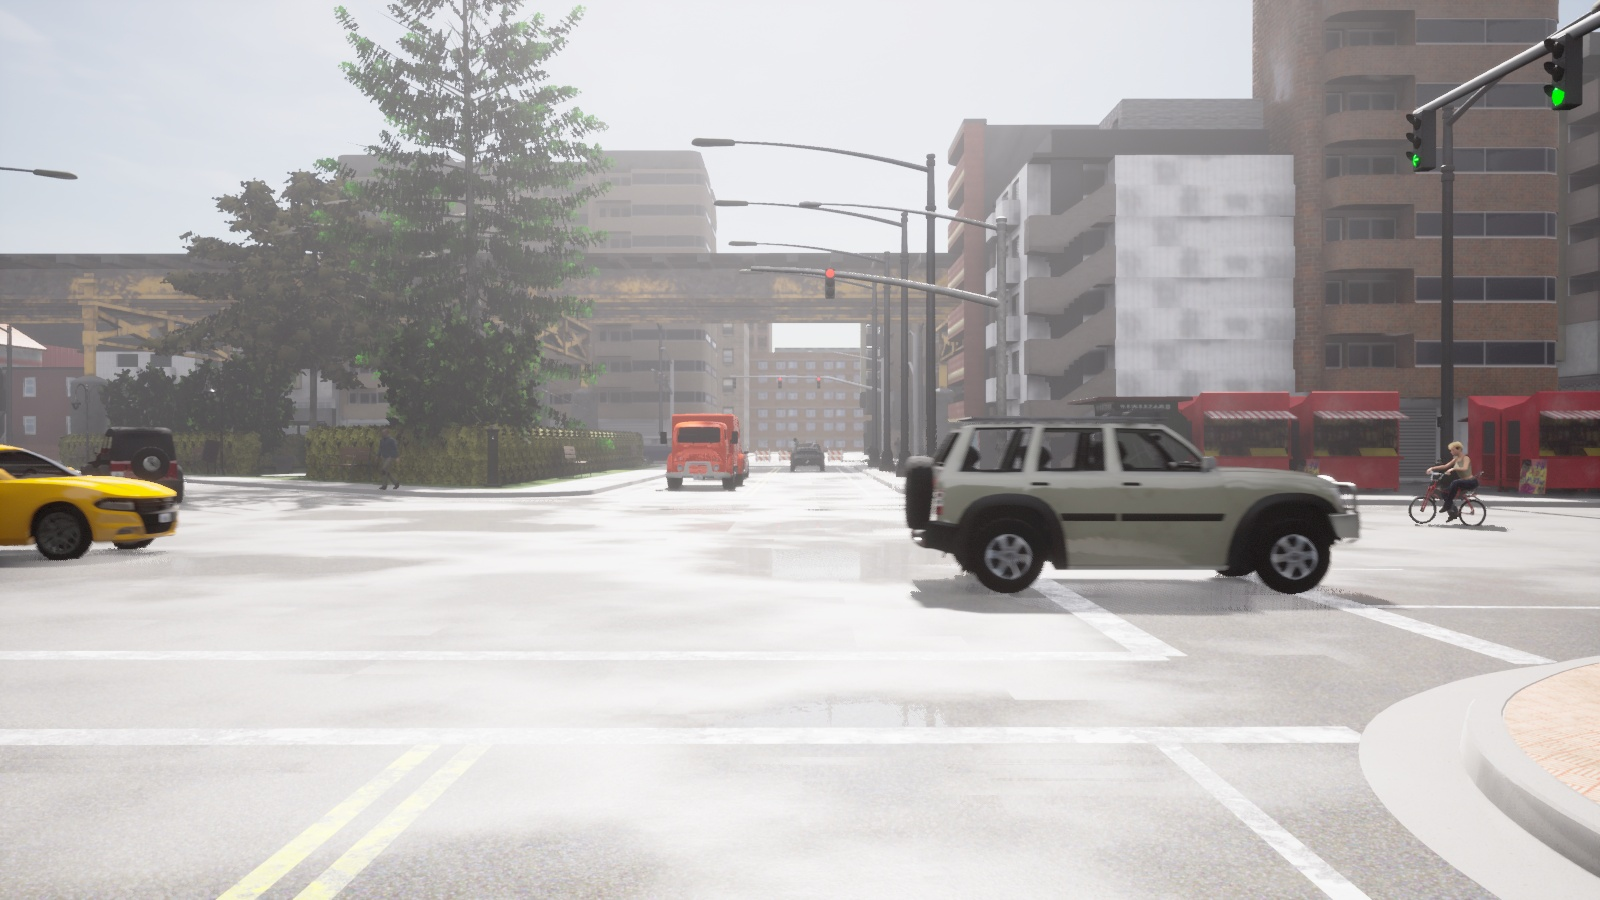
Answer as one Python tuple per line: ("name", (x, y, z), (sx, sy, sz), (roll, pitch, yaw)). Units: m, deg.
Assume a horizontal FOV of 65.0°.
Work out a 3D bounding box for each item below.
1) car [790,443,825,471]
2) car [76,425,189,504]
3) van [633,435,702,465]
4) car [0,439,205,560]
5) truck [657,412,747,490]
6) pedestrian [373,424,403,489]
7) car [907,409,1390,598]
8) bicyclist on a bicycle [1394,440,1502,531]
("car", (0.406, 0.366, 68.269), (1.837, 1.490, 4.892), (0, 0, 0))
("car", (-17.041, 0.332, 31.989), (1.905, 1.878, 3.866), (0, 0, -38))
("van", (-8.889, 0.016, 84.422), (4.442, 1.987, 1.775), (0, 0, 3))
("car", (-10.937, 0.620, 16.849), (5.008, 1.535, 1.882), (0, 0, 0))
("truck", (-3.240, 0.017, 42.607), (2.627, 2.467, 5.204), (0, 0, 0))
("pedestrian", (-11.847, 0.188, 36.119), (0.402, 1.842, 0.726), (0, 0, 31))
("car", (3.527, 0.523, 13.380), (4.605, 1.855, 1.932), (0, 0, 0))
("bicyclist on a bicycle", (12.310, 0.656, 23.903), (1.509, 1.612, 0.866), (4, 0, -1))
